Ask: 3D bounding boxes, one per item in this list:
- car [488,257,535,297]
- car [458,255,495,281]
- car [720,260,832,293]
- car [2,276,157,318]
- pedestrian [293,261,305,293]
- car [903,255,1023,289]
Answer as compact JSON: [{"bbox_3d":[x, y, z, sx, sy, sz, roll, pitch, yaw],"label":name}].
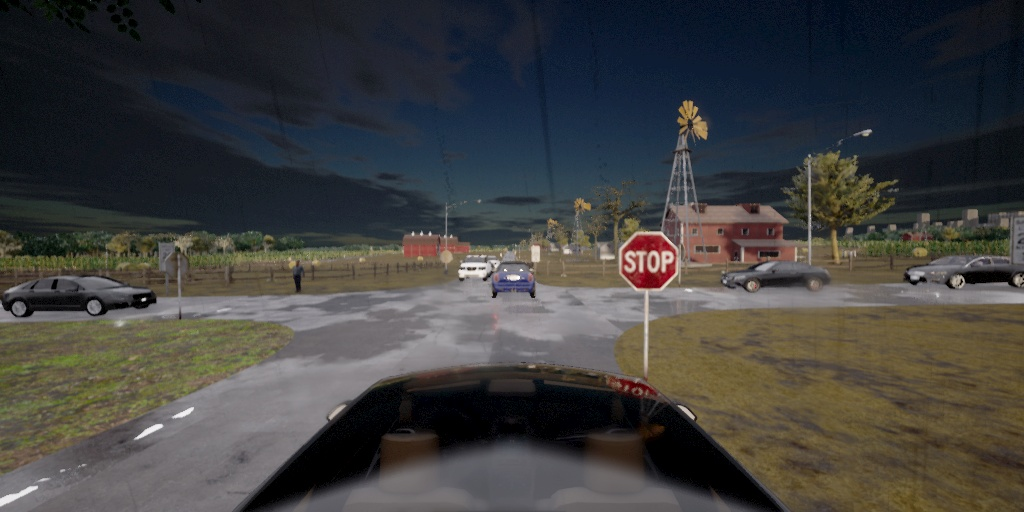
[{"bbox_3d":[0.068,1.078,18.870,2.097,1.767,4.553,0,0,0],"label":"car"},{"bbox_3d":[-2.953,0.948,29.605,2.150,2.045,5.566,0,0,2],"label":"car"},{"bbox_3d":[12.665,0.944,17.350,4.674,1.442,1.812,-1,1,2],"label":"car"},{"bbox_3d":[-17.282,1.558,14.463,4.892,1.490,1.837,-1,1,0],"label":"car"},{"bbox_3d":[-12.190,1.156,20.414,0.375,1.860,0.375,0,2,0],"label":"pedestrian"},{"bbox_3d":[21.864,0.726,17.276,4.902,1.511,2.128,-1,1,0],"label":"car"}]
